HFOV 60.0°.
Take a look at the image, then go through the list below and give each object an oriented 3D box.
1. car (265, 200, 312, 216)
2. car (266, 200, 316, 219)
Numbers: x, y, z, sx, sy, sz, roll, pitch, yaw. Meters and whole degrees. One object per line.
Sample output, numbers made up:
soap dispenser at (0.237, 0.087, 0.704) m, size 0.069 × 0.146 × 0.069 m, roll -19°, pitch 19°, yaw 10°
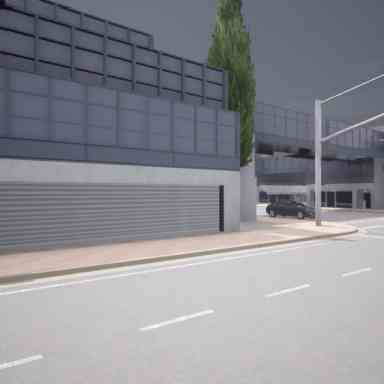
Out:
car at (9.633, 1.564, 33.445) m, size 1.994 × 1.385 × 4.181 m, roll 0°, pitch 0°, yaw -37°
car at (8.666, 1.505, 28.893) m, size 1.837 × 1.490 × 4.892 m, roll 0°, pitch 0°, yaw -37°
